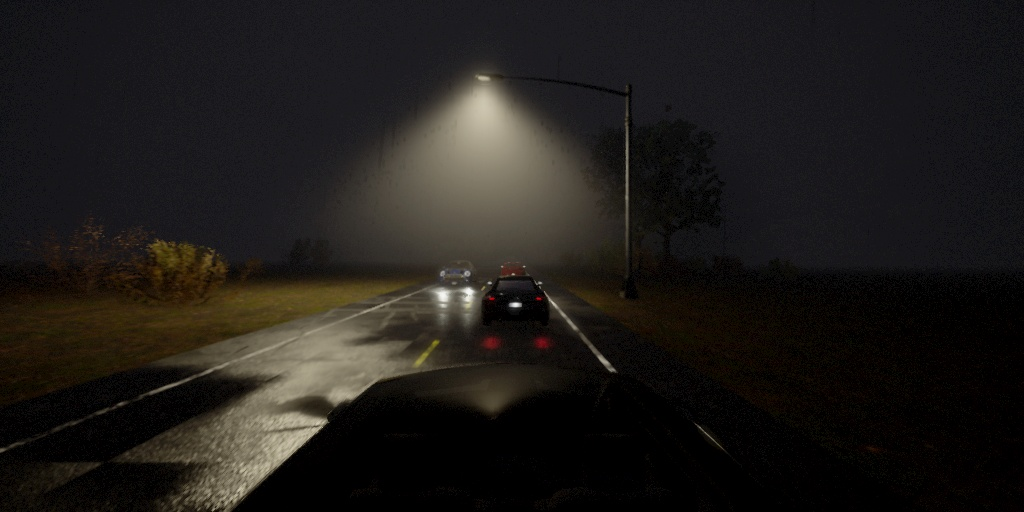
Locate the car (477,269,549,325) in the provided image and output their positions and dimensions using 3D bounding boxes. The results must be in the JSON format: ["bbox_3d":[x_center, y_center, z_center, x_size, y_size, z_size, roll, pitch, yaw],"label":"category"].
[{"bbox_3d":[0.100,1.313,11.853,1.994,1.385,4.181,0,0,0],"label":"car"}]

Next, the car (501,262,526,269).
[{"bbox_3d":[0.100,1.221,29.666,1.882,1.535,5.008,0,0,0],"label":"car"}]

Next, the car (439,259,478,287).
[{"bbox_3d":[-3.581,1.098,24.489,2.097,1.767,4.553,0,0,0],"label":"car"}]
